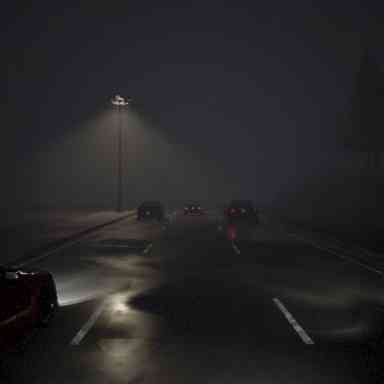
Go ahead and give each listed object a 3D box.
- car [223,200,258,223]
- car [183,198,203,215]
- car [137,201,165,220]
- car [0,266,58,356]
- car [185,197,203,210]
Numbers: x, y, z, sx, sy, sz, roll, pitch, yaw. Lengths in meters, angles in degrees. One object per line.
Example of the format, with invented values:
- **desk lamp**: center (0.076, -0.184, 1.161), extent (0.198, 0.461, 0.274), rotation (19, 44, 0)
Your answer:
- **car**: center (3.600, 1.353, 25.375), extent (2.097, 1.767, 4.553), rotation (0, 0, 0)
- **car**: center (0.101, 1.547, 33.430), extent (2.033, 1.411, 5.357), rotation (0, 0, 0)
- **car**: center (-3.399, 1.477, 28.161), extent (1.882, 1.535, 5.008), rotation (0, 0, 0)
- **car**: center (-3.403, 1.563, 4.317), extent (1.994, 1.385, 4.181), rotation (0, 0, 0)
- **car**: center (0.299, 1.492, 43.374), extent (2.128, 1.511, 4.902), rotation (0, 0, 2)
